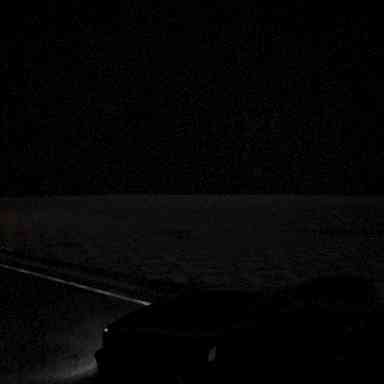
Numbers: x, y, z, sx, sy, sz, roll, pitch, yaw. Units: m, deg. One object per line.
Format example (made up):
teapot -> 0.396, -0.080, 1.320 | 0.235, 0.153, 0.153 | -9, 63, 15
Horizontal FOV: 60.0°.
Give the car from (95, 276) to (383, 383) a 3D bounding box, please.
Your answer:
car -> 1.521, 1.546, 2.907 | 5.357, 1.411, 2.033 | 0, 0, 36
